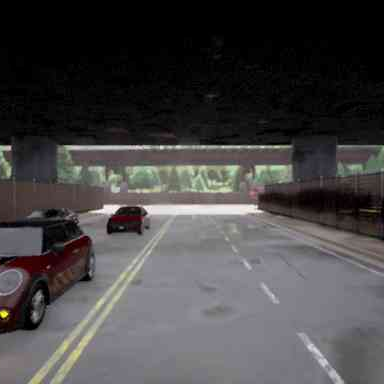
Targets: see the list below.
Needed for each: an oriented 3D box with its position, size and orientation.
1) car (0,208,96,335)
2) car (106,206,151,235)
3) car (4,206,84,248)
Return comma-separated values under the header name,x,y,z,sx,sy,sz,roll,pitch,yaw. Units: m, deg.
name,x,y,z,sx,sy,sz,roll,pitch,yaw
car,-3.609,1.392,6.980,2.097,1.767,4.553,0,0,0
car,-3.613,1.577,19.573,1.882,1.535,5.008,0,0,0
car,-7.116,1.592,16.659,1.837,1.490,4.892,0,1,0
